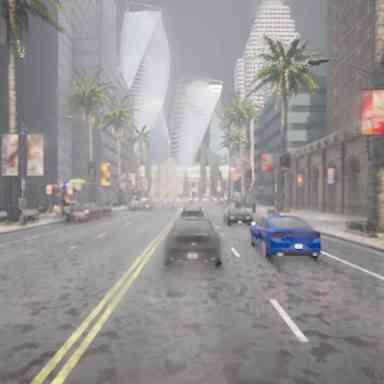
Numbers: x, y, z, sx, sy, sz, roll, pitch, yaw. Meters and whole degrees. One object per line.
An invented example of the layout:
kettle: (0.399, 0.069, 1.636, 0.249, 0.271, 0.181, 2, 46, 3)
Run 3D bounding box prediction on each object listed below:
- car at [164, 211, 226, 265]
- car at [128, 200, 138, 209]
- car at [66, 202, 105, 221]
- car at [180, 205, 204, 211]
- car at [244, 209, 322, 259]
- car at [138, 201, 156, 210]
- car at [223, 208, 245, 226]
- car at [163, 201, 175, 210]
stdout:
car: (0.038, 1.671, 12.304, 1.837, 1.490, 4.892, 0, 0, 1)
car: (-10.446, 2.288, 60.668, 2.231, 1.521, 4.892, 0, -1, -1)
car: (-10.130, 1.772, 31.299, 2.185, 1.767, 4.553, 0, -1, -1)
car: (0.039, 1.857, 28.455, 1.882, 1.535, 5.008, 0, 0, 0)
car: (3.549, 1.658, 13.458, 1.882, 1.535, 5.008, 0, 0, 1)
car: (-7.369, 2.251, 57.174, 2.128, 1.511, 4.902, 0, -1, 0)
car: (3.534, 1.956, 26.633, 1.895, 1.301, 4.718, 0, -1, 0)
car: (-3.867, 2.266, 55.678, 1.812, 1.442, 4.674, 0, -1, 0)
